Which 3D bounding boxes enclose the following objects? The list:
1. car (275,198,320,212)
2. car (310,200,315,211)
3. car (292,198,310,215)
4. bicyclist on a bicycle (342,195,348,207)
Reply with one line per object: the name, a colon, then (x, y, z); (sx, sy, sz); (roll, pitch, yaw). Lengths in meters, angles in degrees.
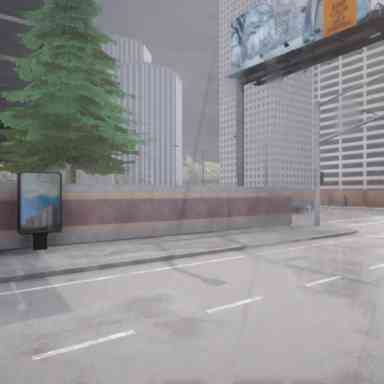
car: (12.556, 1.491, 40.021); (2.128, 1.511, 4.902); (0, 0, -35)
car: (10.713, 1.491, 36.242); (2.128, 1.511, 4.902); (0, 0, -35)
car: (8.696, 1.477, 33.034); (1.882, 1.535, 5.008); (0, 0, -35)
bicyclist on a bicycle: (21.307, 1.300, 46.345); (1.656, 1.620, 0.582); (0, 0, -35)
